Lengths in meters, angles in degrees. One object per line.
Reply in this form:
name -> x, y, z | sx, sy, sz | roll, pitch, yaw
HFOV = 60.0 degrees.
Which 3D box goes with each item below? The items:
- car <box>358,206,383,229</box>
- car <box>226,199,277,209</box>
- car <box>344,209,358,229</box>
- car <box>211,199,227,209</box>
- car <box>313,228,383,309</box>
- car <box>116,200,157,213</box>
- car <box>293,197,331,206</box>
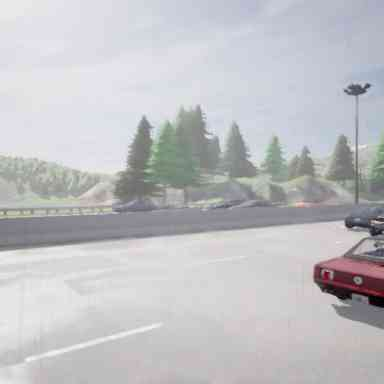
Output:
car -> 10.018, 1.496, 15.183 | 4.902, 1.511, 2.128 | 0, 0, -35
car -> 6.475, 1.557, 34.299 | 5.357, 1.411, 2.033 | 0, 0, -35
car -> 11.188, 1.570, 20.301 | 4.181, 1.385, 1.994 | 0, 0, -35
car -> 4.307, 1.516, 37.019 | 4.892, 1.490, 1.837 | 0, 0, -34
car -> 4.779, 1.603, 7.148 | 4.718, 1.301, 1.895 | 0, 0, -35
car -> -5.714, 1.571, 34.278 | 4.181, 1.385, 1.994 | 0, 0, -35
car -> 12.239, 1.361, 34.025 | 4.553, 1.767, 2.097 | 0, 0, -36
